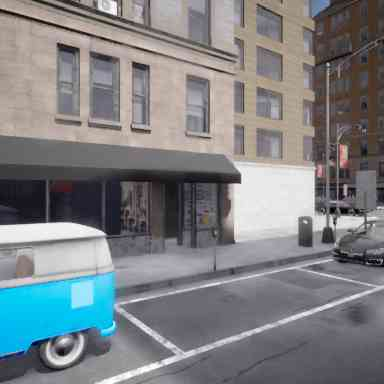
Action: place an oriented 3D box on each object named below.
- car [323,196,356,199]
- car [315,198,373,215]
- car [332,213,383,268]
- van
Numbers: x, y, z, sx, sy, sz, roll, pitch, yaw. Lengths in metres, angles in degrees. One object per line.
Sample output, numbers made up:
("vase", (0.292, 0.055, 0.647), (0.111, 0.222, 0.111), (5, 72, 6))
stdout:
("car", (17.623, 1.262, 37.087), (2.097, 1.767, 4.553), (0, 0, -36))
("car", (13.798, 1.524, 30.922), (1.895, 1.301, 4.718), (0, 0, -35))
("car", (6.262, 1.551, 10.655), (4.403, 1.369, 2.008), (0, 0, -35))
("van", (-2.957, 1.341, 4.081), (3.998, 1.788, 1.690), (0, 0, -35))
